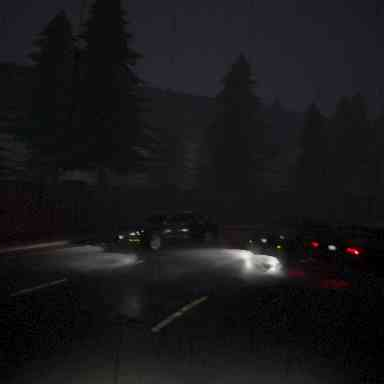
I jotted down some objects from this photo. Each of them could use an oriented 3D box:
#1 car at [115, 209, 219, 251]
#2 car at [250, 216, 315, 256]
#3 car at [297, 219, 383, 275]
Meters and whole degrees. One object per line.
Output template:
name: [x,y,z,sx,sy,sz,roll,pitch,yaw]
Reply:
car: [-0.910,1.513,14.180,4.892,1.490,1.837,2,-1,-43]
car: [4.412,1.734,13.878,4.181,1.385,1.994,2,0,-34]
car: [6.239,1.766,11.207,5.357,1.411,2.033,2,0,-33]
